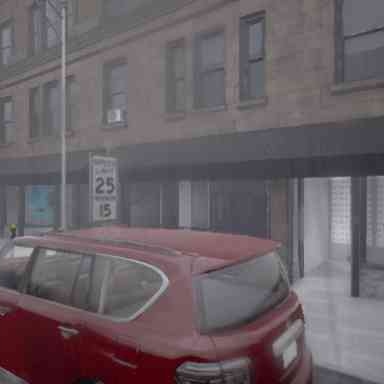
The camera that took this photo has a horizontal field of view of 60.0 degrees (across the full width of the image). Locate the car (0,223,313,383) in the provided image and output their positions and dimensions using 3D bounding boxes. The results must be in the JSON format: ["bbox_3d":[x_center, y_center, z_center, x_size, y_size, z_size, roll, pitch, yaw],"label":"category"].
[{"bbox_3d":[-1.191,1.315,3.931,5.009,1.841,2.192,0,0,36],"label":"car"}]
